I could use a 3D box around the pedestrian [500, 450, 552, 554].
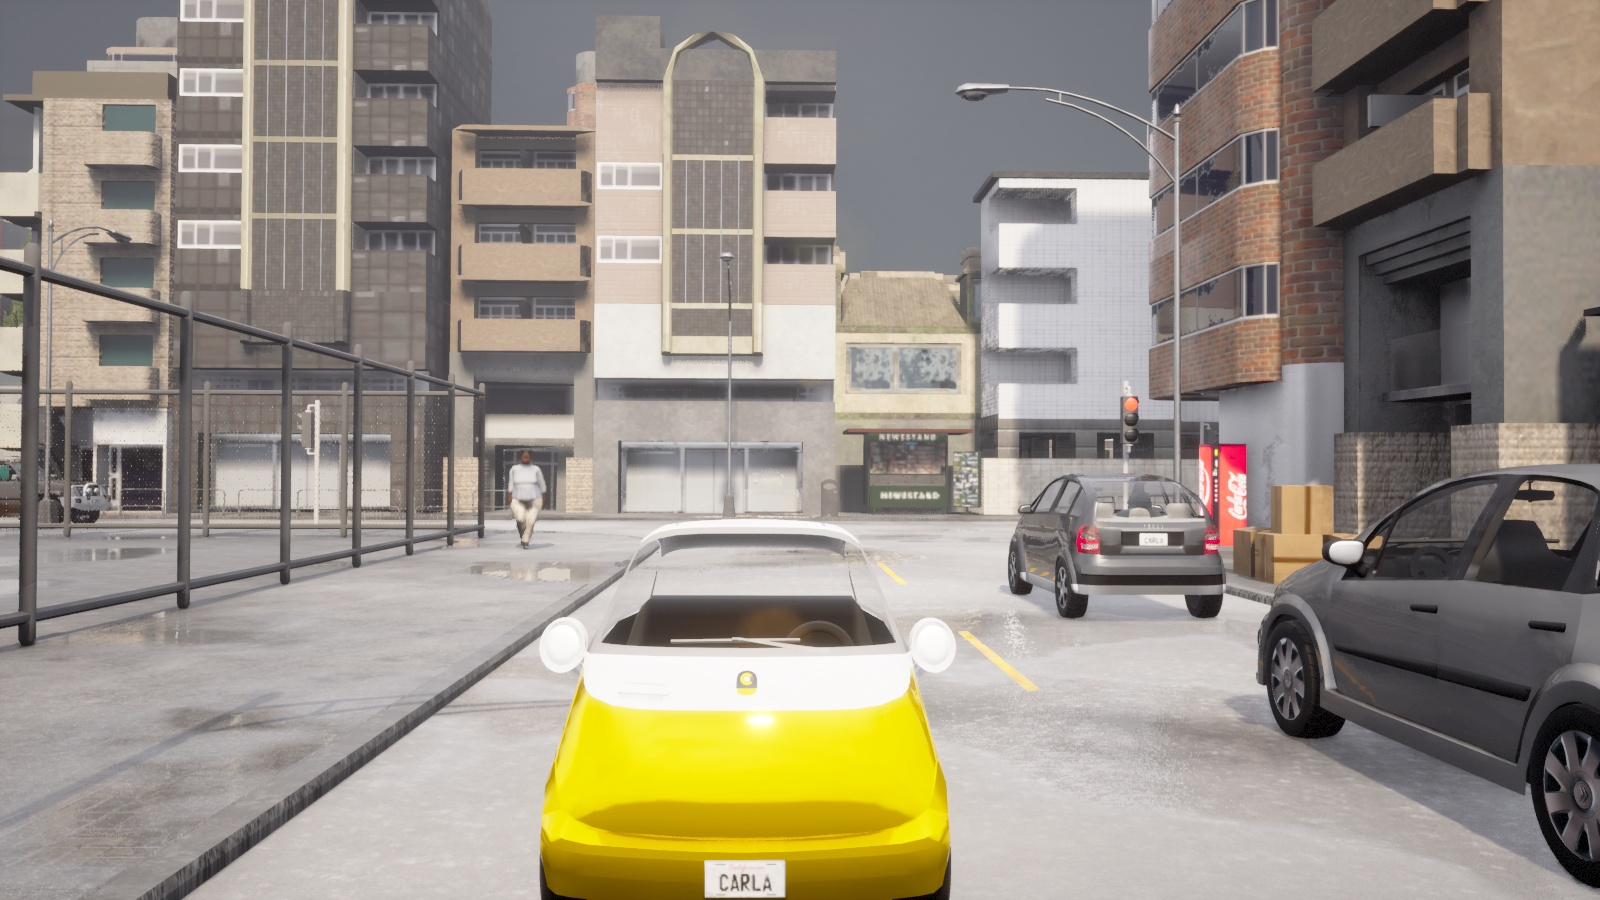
[{"bbox_3d":[-4.976,0.927,22.845,0.874,1.855,0.900,0,-1,-10],"label":"pedestrian"}]

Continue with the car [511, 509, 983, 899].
[{"bbox_3d":[-0.190,0.955,5.061,1.481,1.376,2.207,0,-1,-1],"label":"car"}]

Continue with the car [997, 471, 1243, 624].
[{"bbox_3d":[3.568,1.025,14.694,1.789,1.549,3.705,0,-1,-2],"label":"car"}]

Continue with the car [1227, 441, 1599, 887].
[{"bbox_3d":[3.775,0.802,6.218,1.851,1.617,3.988,0,-1,-2],"label":"car"}]

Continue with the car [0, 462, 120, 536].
[{"bbox_3d":[-20.481,1.259,32.573,4.605,1.855,1.932,0,-1,-1],"label":"car"}]
